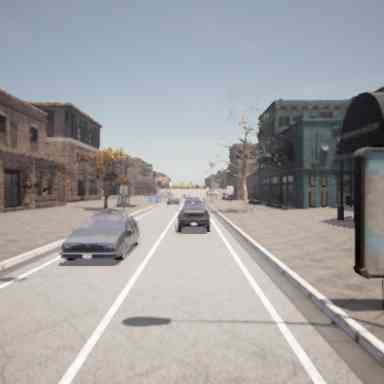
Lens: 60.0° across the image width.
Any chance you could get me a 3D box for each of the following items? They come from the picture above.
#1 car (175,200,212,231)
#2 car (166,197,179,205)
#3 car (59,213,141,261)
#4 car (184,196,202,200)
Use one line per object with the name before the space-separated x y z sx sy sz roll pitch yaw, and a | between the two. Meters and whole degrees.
car | 0.112 1.455 20.155 1.837 1.490 4.892 0 0 0
car | -3.033 1.461 54.246 1.994 1.385 4.181 0 -1 0
car | -3.094 1.522 12.474 2.033 1.411 5.357 0 0 0
car | 0.123 1.242 39.310 2.097 1.767 4.553 0 0 0
